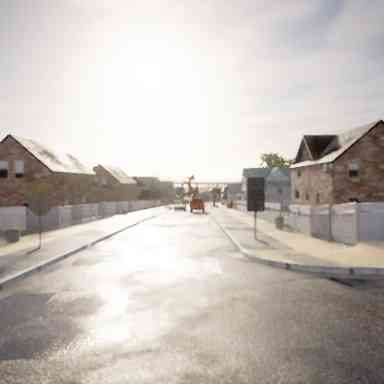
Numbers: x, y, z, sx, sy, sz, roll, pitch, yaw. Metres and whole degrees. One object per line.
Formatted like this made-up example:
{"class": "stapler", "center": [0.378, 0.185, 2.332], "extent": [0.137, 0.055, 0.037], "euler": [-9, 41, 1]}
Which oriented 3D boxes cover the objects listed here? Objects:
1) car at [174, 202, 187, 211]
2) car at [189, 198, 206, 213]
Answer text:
{"class": "car", "center": [-1.817, 2.332, 53.252], "extent": [2.033, 1.411, 5.357], "euler": [0, -1, 2]}
{"class": "car", "center": [0.795, 1.936, 49.017], "extent": [2.150, 2.045, 5.566], "euler": [0, -1, 2]}
